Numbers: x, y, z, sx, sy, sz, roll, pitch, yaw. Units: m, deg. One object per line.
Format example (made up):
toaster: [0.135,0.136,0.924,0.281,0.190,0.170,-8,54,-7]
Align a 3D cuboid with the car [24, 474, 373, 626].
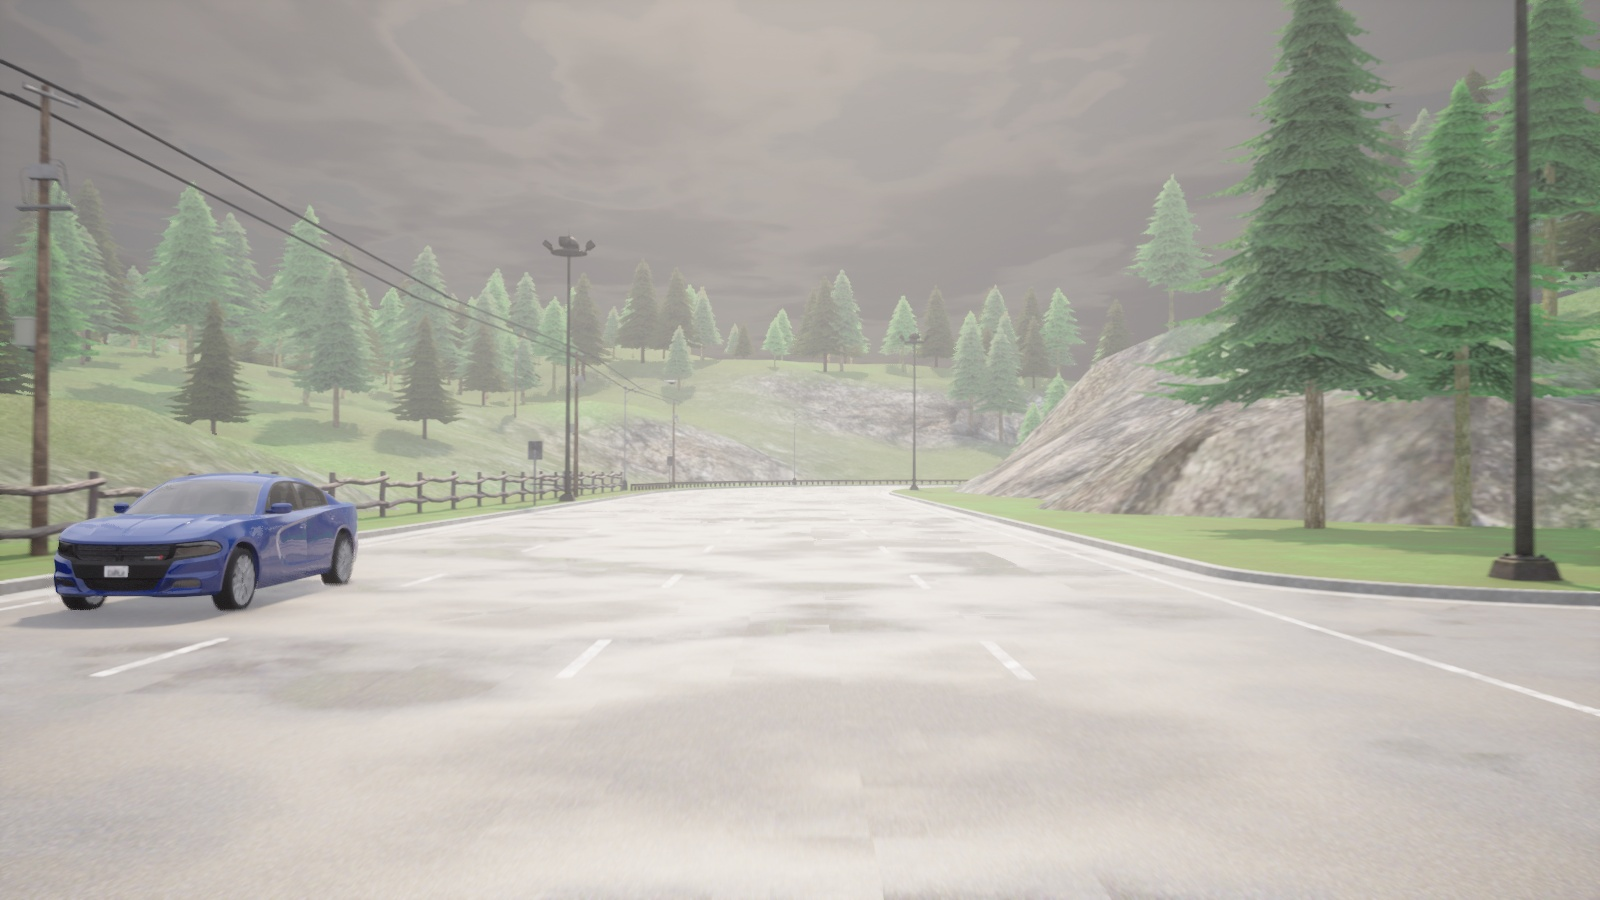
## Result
car: [-7.037,1.078,15.420,1.882,1.535,5.008,0,-1,0]
